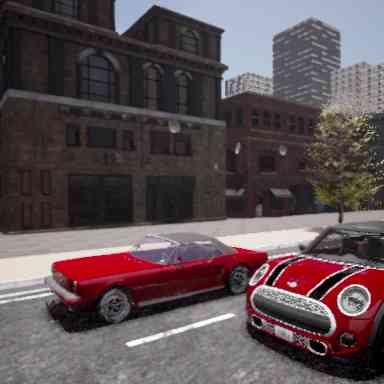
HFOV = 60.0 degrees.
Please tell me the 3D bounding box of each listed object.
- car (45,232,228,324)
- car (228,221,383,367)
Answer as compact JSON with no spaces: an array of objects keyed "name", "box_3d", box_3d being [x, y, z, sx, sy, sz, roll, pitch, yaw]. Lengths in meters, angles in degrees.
[{"name":"car","box_3d":[-0.573,1.603,7.269,4.718,1.301,1.895,0,0,-35]},{"name":"car","box_3d":[3.094,1.354,5.891,4.553,1.767,2.097,0,0,-35]}]
